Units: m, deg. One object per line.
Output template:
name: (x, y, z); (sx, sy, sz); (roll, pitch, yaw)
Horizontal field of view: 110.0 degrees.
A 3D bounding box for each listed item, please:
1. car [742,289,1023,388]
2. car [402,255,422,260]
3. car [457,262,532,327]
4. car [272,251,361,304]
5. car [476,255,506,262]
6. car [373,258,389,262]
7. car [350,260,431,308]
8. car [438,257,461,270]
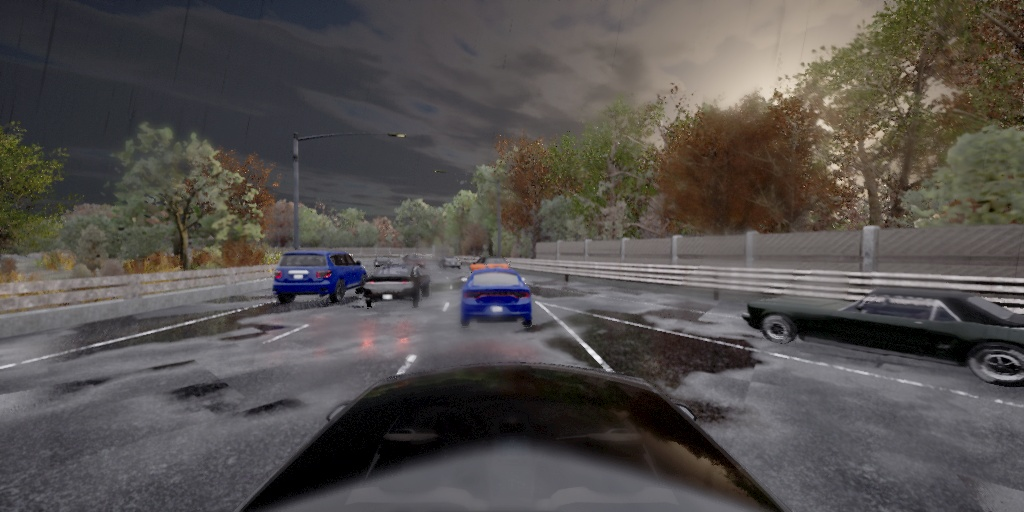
car: (7.329, 1.286, 6.946); (1.895, 1.301, 4.718); (0, 1, -32)
car: (-11.205, 0.852, 41.240); (1.895, 1.301, 4.718); (0, 1, -21)
car: (-0.555, 1.109, 11.148); (1.882, 1.535, 5.008); (0, 1, -5)
car: (-8.023, 0.796, 15.517); (2.150, 2.045, 5.566); (0, 1, -8)
car: (-1.656, 0.802, 25.476); (2.097, 1.767, 4.553); (0, 1, -20)
car: (-15.197, 0.844, 41.840); (1.895, 1.301, 4.718); (0, 1, -22)
car: (-4.349, 1.084, 14.148); (2.128, 1.511, 4.902); (0, 1, -6)
car: (-7.116, 0.809, 40.417); (2.033, 1.411, 5.357); (0, 1, -20)
